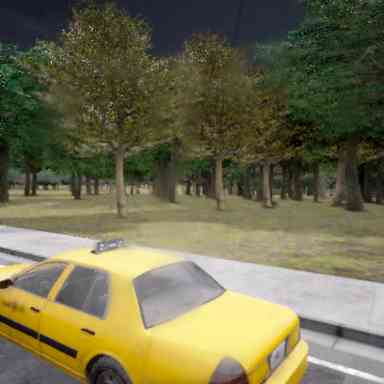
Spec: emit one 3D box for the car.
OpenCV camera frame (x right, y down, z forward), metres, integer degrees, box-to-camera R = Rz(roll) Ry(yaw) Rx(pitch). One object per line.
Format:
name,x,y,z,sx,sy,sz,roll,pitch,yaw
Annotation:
car,-1.310,1.399,4.497,5.366,1.575,1.801,1,1,35
